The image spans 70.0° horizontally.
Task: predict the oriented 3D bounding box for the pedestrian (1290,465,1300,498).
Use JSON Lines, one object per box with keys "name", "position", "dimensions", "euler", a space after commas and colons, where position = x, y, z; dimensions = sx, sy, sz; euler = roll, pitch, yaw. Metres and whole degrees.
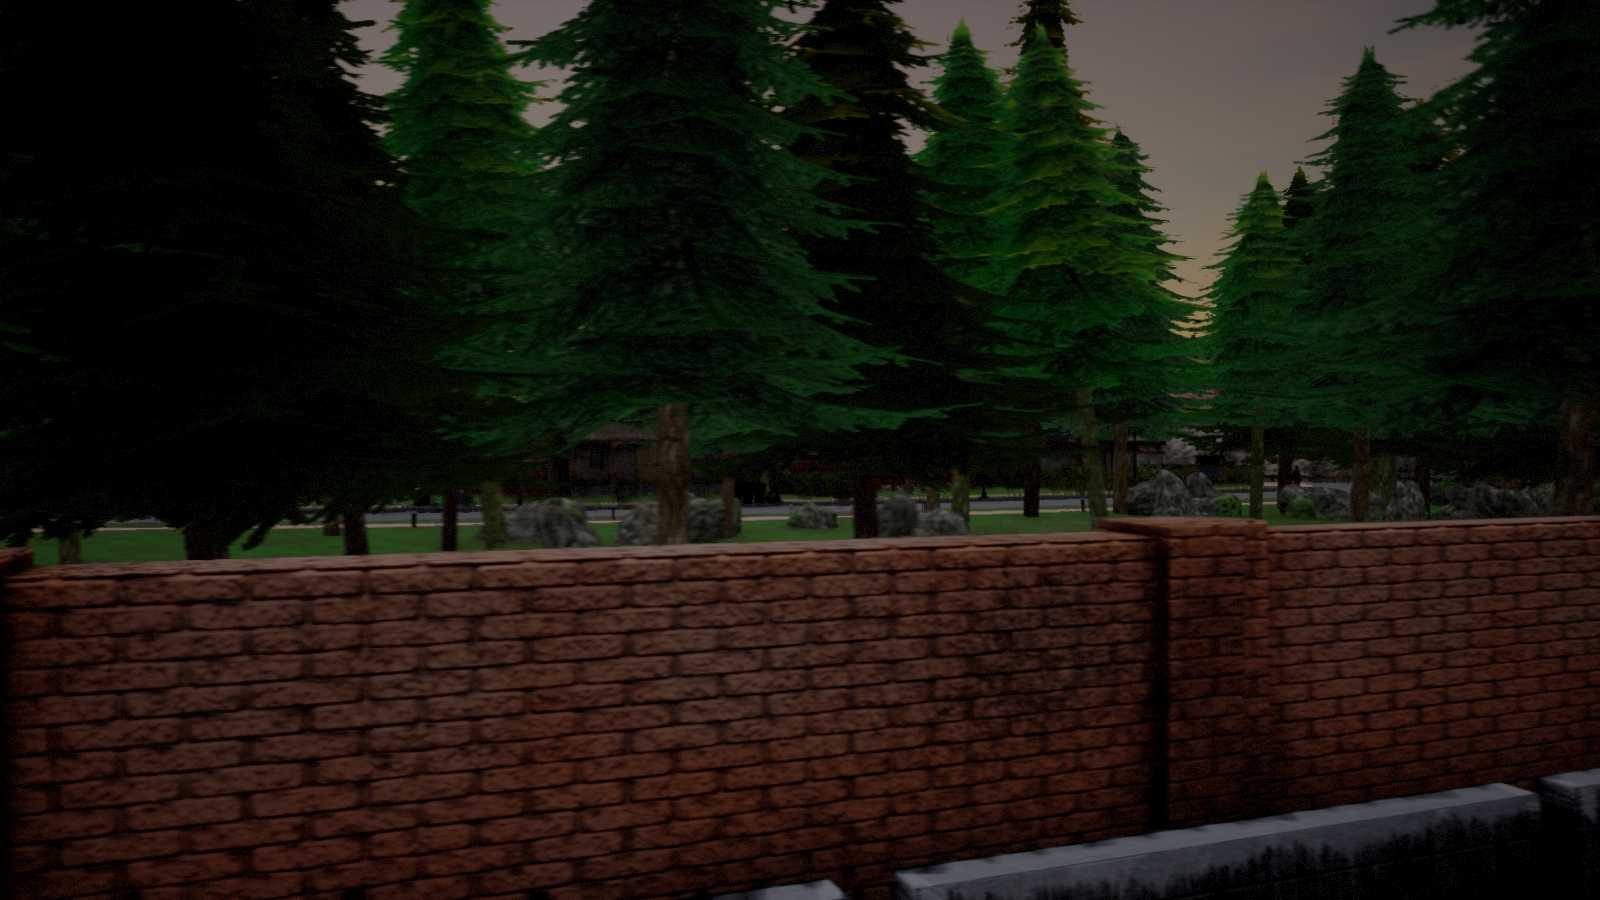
{"name": "pedestrian", "position": [27.807, 1.777, 64.182], "dimensions": [0.375, 1.860, 0.375], "euler": [0, 0, -39]}
